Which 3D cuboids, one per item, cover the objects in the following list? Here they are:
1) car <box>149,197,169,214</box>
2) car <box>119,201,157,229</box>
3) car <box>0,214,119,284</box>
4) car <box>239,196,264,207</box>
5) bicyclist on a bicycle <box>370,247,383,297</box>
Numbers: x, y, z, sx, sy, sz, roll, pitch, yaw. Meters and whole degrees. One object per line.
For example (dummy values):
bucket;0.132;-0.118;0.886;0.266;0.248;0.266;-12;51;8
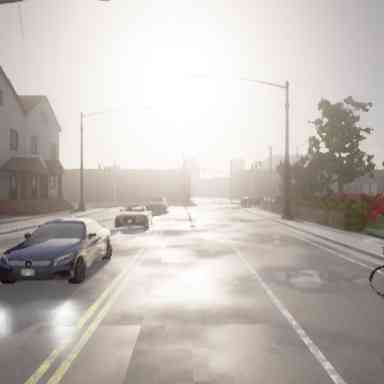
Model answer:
car;-3.628;1.303;34.647;2.097;1.767;4.553;0;0;0
car;-3.648;1.535;21.425;1.994;1.385;4.181;0;0;0
car;-3.616;1.512;9.636;1.812;1.442;4.674;0;0;0
car;9.464;1.437;49.300;4.892;1.490;1.837;0;-2;-8
bicyclist on a bicycle;4.565;1.416;6.875;1.656;1.620;0.582;-1;0;14
